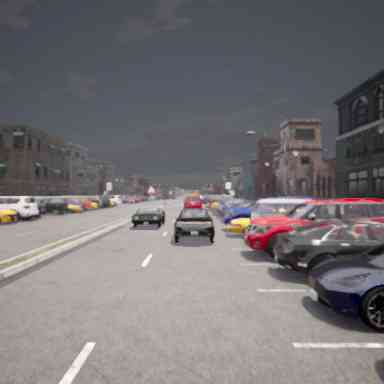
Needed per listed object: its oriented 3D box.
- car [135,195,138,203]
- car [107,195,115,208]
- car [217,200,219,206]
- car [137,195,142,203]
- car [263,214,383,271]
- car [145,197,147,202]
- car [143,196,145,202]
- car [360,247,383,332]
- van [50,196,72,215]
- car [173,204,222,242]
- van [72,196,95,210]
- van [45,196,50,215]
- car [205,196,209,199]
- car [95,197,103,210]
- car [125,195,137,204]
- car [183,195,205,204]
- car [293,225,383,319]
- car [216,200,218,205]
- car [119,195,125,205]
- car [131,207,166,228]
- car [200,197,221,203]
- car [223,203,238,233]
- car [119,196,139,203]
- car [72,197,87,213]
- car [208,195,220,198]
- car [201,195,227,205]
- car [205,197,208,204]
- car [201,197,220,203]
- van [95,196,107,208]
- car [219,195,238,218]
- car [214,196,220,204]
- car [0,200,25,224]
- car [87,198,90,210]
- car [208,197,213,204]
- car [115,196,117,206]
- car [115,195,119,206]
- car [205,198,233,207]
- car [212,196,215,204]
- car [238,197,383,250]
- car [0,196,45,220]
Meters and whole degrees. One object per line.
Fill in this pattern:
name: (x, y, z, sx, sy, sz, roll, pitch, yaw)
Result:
car: (-15.529, 2.049, 76.793, 4.674, 1.452, 2.002, 0, 0, 0)
car: (-15.539, 1.571, 51.975, 5.566, 2.045, 2.435, 0, -1, 0)
car: (4.706, 1.589, 25.731, 4.892, 1.521, 2.231, 0, 0, 0)
car: (-15.501, 1.773, 79.553, 5.566, 2.045, 2.435, 0, 0, 0)
car: (4.704, 1.509, 9.057, 4.892, 1.521, 2.231, 0, 0, 0)
car: (-15.531, 2.087, 90.582, 5.008, 1.535, 2.097, 0, 0, 0)
car: (-15.532, 2.111, 87.825, 4.674, 1.452, 2.002, 0, 0, 0)
car: (4.707, 1.530, 3.624, 4.674, 1.452, 2.002, 0, 0, 0)
van: (-15.616, 1.453, 35.429, 4.442, 1.987, 1.878, 0, 0, 0)
car: (0.102, 1.551, 16.659, 2.128, 1.511, 4.902, 0, 0, 0)
van: (-15.621, 1.523, 43.702, 4.442, 1.987, 1.878, 0, 0, 0)
van: (-15.611, 1.413, 29.917, 4.442, 1.987, 1.878, 0, 0, 0)
car: (4.529, 1.753, 47.963, 5.366, 1.575, 1.946, 0, 0, 0)
car: (-15.512, 1.773, 46.458, 5.008, 1.535, 2.097, 0, -1, 0)
car: (-15.496, 2.021, 74.035, 4.792, 1.488, 2.163, 0, 0, 0)
car: (0.104, 1.425, 39.097, 2.150, 2.045, 5.566, 0, 0, 0)
car: (4.680, 1.527, 6.279, 4.792, 1.488, 2.163, 0, 0, 0)
car: (4.710, 1.646, 28.509, 4.674, 1.452, 2.002, 0, 0, 0)
car: (-15.544, 1.641, 60.250, 5.566, 2.045, 2.435, 0, 0, 0)
car: (-2.898, 1.694, 23.193, 1.895, 1.301, 4.718, 0, 0, 0)
car: (4.928, 2.068, 89.645, 5.366, 1.575, 1.946, 0, 0, 0)
car: (4.526, 1.540, 17.394, 5.366, 1.575, 1.946, 0, 0, 0)
car: (-15.499, 1.915, 82.310, 4.553, 1.767, 2.185, 0, 0, 0)
car: (-15.315, 1.699, 38.186, 5.366, 1.575, 1.946, 0, 0, 0)
car: (4.745, 1.584, 42.406, 4.553, 1.767, 2.185, 0, 0, 0)
car: (4.689, 1.702, 72.980, 5.566, 2.045, 2.435, 0, 0, 0)
car: (4.709, 1.733, 45.183, 5.008, 1.535, 2.097, 0, 0, 0)
car: (4.763, 2.081, 86.867, 4.792, 1.488, 2.163, 0, 0, 0)
van: (-15.392, 1.572, 49.217, 4.442, 1.987, 1.878, 0, -1, 0)
car: (4.683, 1.305, 20.174, 5.566, 2.045, 2.435, 0, 0, 0)
car: (4.681, 1.499, 31.289, 4.553, 1.767, 2.185, 0, 0, 0)
car: (-15.497, 1.601, 24.401, 5.008, 1.535, 2.097, 0, 0, 0)
car: (-15.500, 1.765, 40.943, 4.674, 1.452, 2.002, 0, 0, 0)
car: (4.709, 1.687, 39.623, 5.008, 1.535, 2.097, 0, 0, 0)
car: (-15.507, 1.847, 54.856, 5.008, 1.535, 2.097, 0, 0, 0)
car: (-15.545, 1.745, 57.614, 4.553, 1.767, 2.185, 0, 0, 0)
car: (4.709, 1.848, 59.080, 4.892, 1.521, 2.231, 0, 0, 0)
car: (4.682, 1.518, 34.070, 4.553, 1.767, 2.185, 0, 0, 0)
car: (4.682, 1.266, 11.839, 5.566, 2.045, 2.435, 0, 0, 0)
car: (-15.521, 1.368, 27.159, 5.566, 2.045, 2.435, 0, 0, 0)
